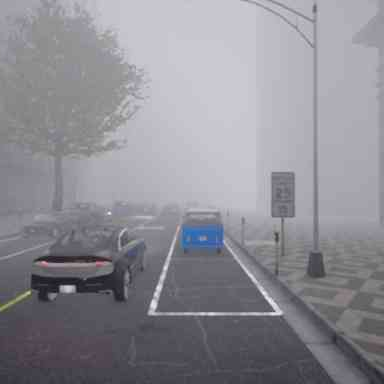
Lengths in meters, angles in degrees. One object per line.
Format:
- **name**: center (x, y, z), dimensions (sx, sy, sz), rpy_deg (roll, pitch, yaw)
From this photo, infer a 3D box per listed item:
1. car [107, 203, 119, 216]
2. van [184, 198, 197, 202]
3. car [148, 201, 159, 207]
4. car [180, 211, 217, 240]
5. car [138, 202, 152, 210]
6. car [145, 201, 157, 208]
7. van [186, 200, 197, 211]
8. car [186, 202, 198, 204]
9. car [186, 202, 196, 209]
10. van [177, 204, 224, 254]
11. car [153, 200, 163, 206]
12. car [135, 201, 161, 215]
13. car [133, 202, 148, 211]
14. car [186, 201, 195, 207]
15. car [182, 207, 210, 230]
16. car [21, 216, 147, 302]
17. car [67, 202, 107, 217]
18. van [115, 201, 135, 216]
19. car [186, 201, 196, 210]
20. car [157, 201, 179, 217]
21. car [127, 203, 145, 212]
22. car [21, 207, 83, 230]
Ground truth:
- **car**: center (-8.317, 1.989, 29.913), dimensions (2.008, 1.369, 4.403), rpy_deg (0, -1, -1)
- **van**: center (0.020, 2.081, 46.728), dimensions (1.690, 1.788, 3.998), rpy_deg (0, -1, -1)
- **car**: center (-8.848, 2.756, 76.954), dimensions (1.887, 1.381, 4.507), rpy_deg (0, -1, -1)
- **car**: center (0.324, 1.869, 19.663), dimensions (1.947, 1.339, 4.313), rpy_deg (0, -1, -1)
- **car**: center (-8.675, 2.507, 61.641), dimensions (2.008, 1.369, 4.403), rpy_deg (0, -1, -1)
- **car**: center (-8.787, 2.671, 71.511), dimensions (2.008, 1.369, 4.403), rpy_deg (0, -1, -1)
- **van**: center (-0.103, 2.259, 57.553), dimensions (1.690, 1.788, 3.998), rpy_deg (0, -1, -1)
- **car**: center (0.141, 2.114, 35.900), dimensions (2.008, 1.369, 4.403), rpy_deg (0, -1, -1)
- **car**: center (-0.226, 2.663, 68.373), dimensions (1.947, 1.339, 4.313), rpy_deg (0, -1, -1)
- **van**: center (0.386, 1.558, 14.255), dimensions (1.690, 1.788, 3.998), rpy_deg (0, -1, -1)
- **car**: center (-8.972, 2.945, 87.841), dimensions (2.008, 1.369, 4.403), rpy_deg (0, -1, -1)
- **car**: center (-5.712, 2.163, 43.707), dimensions (2.128, 1.511, 4.902), rpy_deg (0, -1, -1)
- **car**: center (-8.614, 2.392, 56.183), dimensions (1.752, 1.417, 4.829), rpy_deg (0, -1, -1)
- **car**: center (-0.391, 2.891, 82.942), dimensions (2.008, 1.369, 4.403), rpy_deg (0, -1, -1)
- **car**: center (0.263, 1.934, 25.076), dimensions (1.887, 1.381, 4.507), rpy_deg (0, -1, -1)
- **car**: center (-2.315, 1.610, 8.547), dimensions (2.128, 1.511, 4.902), rpy_deg (0, -1, -1)
- **car**: center (-8.256, 1.668, 24.629), dimensions (2.192, 1.841, 5.009), rpy_deg (0, -1, -1)
- **van**: center (-8.435, 1.950, 40.492), dimensions (1.690, 1.788, 3.998), rpy_deg (0, -1, -1)
- **car**: center (-0.167, 2.535, 63.131), dimensions (1.752, 1.417, 4.829), rpy_deg (0, -1, -1)
- **car**: center (-2.609, 2.161, 39.552), dimensions (2.033, 1.411, 5.357), rpy_deg (0, -1, 0)
- **car**: center (-8.556, 2.348, 51.064), dimensions (1.947, 1.339, 4.313), rpy_deg (0, -1, -1)
- **car**: center (-8.198, 1.814, 19.337), dimensions (1.887, 1.381, 4.507), rpy_deg (0, -1, -1)
